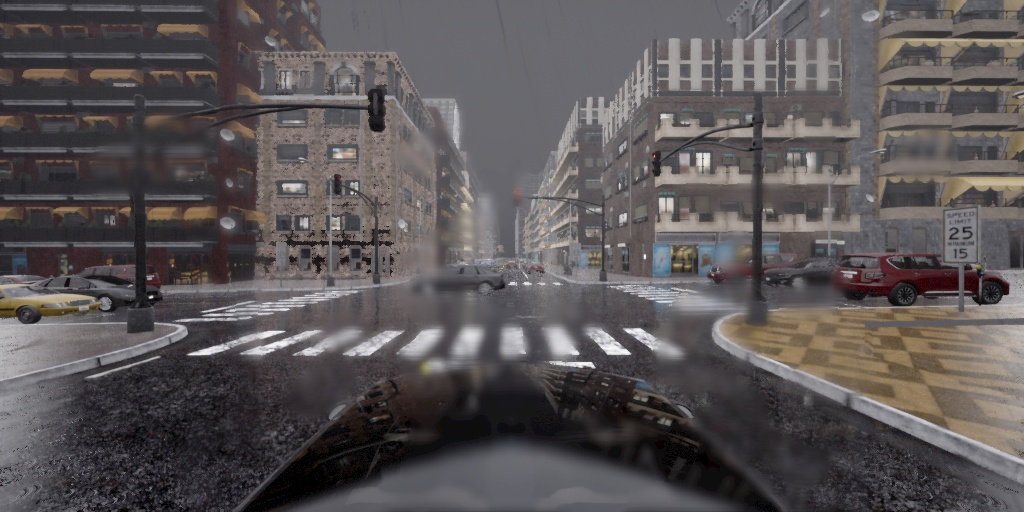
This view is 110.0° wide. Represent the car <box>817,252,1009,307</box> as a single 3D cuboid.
[{"bbox_3d":[14.685,0.775,13.112,5.009,1.841,2.192,0,0,-1],"label":"car"}]

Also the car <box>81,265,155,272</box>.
[{"bbox_3d":[-23.642,1.462,21.038,5.009,1.841,2.192,0,0,-1],"label":"car"}]

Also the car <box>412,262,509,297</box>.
[{"bbox_3d":[-2.728,1.274,18.711,4.892,1.490,1.837,-1,0,-1],"label":"car"}]

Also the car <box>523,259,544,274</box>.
[{"bbox_3d":[2.603,1.198,40.812,1.967,1.591,4.097,0,0,0],"label":"car"}]

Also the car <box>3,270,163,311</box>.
[{"bbox_3d":[-17.898,1.560,15.340,4.892,1.490,1.837,-1,0,-1],"label":"car"}]

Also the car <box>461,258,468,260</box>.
[{"bbox_3d":[-5.777,1.283,40.621,1.751,1.417,4.829,0,0,0],"label":"car"}]

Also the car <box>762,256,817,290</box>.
[{"bbox_3d":[15.993,0.900,18.917,5.008,1.535,1.882,-1,0,-1],"label":"car"}]

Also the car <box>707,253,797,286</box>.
[{"bbox_3d":[14.532,0.759,21.490,5.009,1.841,2.192,0,0,-1],"label":"car"}]

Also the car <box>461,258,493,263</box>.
[{"bbox_3d":[-3.172,1.247,33.985,2.128,1.511,4.902,0,0,0],"label":"car"}]

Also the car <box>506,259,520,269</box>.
[{"bbox_3d":[-0.021,1.291,55.673,1.812,1.442,4.674,0,0,0],"label":"car"}]

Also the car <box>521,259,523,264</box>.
[{"bbox_3d":[2.590,1.200,46.495,1.967,1.591,4.097,0,0,0],"label":"car"}]

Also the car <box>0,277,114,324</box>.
[{"bbox_3d":[-17.654,1.585,12.756,4.829,1.417,1.751,0,0,-1],"label":"car"}]

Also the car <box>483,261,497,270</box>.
[{"bbox_3d":[-3.208,1.365,53.404,1.895,1.301,4.718,0,0,0],"label":"car"}]

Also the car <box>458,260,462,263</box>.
[{"bbox_3d":[-5.765,1.322,35.109,1.948,1.339,4.313,0,0,0],"label":"car"}]
